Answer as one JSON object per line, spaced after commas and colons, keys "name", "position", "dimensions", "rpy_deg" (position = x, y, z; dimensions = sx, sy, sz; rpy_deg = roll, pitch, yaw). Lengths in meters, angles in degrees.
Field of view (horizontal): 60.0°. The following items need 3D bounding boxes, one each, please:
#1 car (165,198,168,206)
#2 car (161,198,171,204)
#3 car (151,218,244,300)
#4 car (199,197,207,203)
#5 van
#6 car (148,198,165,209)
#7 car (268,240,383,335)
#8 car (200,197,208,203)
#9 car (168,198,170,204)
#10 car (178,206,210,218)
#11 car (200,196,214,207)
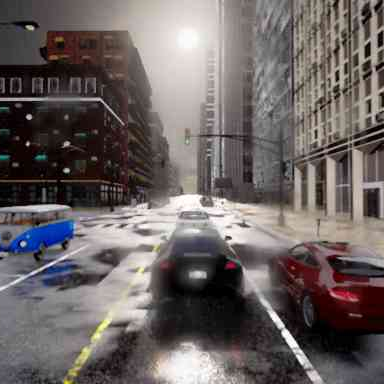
{"name": "car", "position": [-5.627, 1.807, 55.845], "dimensions": [2.008, 1.369, 4.403], "rpy_deg": [1, 0, 0]}
{"name": "car", "position": [-5.613, 1.914, 72.808], "dimensions": [1.802, 1.307, 4.206], "rpy_deg": [1, 0, 0]}
{"name": "car", "position": [0.107, 1.605, 8.539], "dimensions": [1.994, 1.385, 4.181], "rpy_deg": [0, 0, 0]}
{"name": "car", "position": [2.778, 1.934, 84.112], "dimensions": [2.008, 1.369, 4.403], "rpy_deg": [1, 0, 0]}
{"name": "van", "position": [-5.750, 1.399, 12.275], "dimensions": [1.690, 1.788, 3.998], "rpy_deg": [1, 0, 0]}
{"name": "car", "position": [-5.633, 1.781, 50.190], "dimensions": [2.008, 1.369, 4.403], "rpy_deg": [1, 0, 0]}
{"name": "car", "position": [2.707, 1.613, 6.583], "dimensions": [1.802, 1.307, 4.206], "rpy_deg": [1, 0, 0]}
{"name": "car", "position": [2.773, 1.939, 78.458], "dimensions": [1.802, 1.307, 4.206], "rpy_deg": [1, 0, 0]}
{"name": "car", "position": [-5.623, 1.847, 61.499], "dimensions": [1.947, 1.339, 4.313], "rpy_deg": [1, 0, 0]}
{"name": "car", "position": [0.114, 1.689, 18.792], "dimensions": [1.895, 1.301, 4.718], "rpy_deg": [0, 0, 0]}
{"name": "car", "position": [2.752, 1.838, 55.839], "dimensions": [1.802, 1.307, 4.206], "rpy_deg": [1, 0, 0]}
